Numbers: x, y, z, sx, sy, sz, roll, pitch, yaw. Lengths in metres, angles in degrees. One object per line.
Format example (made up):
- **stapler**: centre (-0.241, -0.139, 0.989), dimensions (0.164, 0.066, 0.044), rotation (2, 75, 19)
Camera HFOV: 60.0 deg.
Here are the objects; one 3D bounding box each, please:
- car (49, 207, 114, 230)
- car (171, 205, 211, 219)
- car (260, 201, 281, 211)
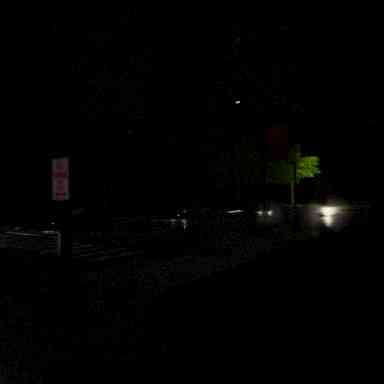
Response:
- **car**: centre (-7.674, 1.794, 23.507), dimensions (1.812, 1.442, 4.674), rotation (-1, -1, 36)
- **car**: centre (-0.031, 1.995, 34.173), dimensions (1.895, 1.301, 4.718), rotation (-1, -1, 36)
- **car**: centre (12.026, 2.073, 50.919), dimensions (1.882, 1.535, 5.008), rotation (-1, -2, 36)
